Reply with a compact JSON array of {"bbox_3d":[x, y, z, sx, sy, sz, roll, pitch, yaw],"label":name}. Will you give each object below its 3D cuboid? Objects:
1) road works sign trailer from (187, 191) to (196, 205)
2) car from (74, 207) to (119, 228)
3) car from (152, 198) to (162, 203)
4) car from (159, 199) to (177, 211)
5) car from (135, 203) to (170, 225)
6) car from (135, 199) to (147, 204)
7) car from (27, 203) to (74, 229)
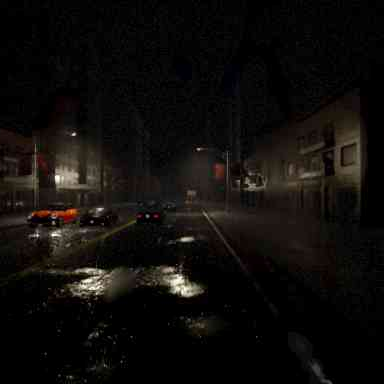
[{"bbox_3d":[-0.082,1.338,83.945,2.380,3.560,2.880,0,-1,0],"label":"road works sign trailer"},{"bbox_3d":[-6.622,1.813,24.015,1.994,1.385,4.181,0,-1,0],"label":"car"},{"bbox_3d":[-6.580,2.028,64.972,2.097,1.767,4.553,0,-1,0],"label":"car"},{"bbox_3d":[-3.189,2.059,47.961,1.994,1.385,4.181,0,-1,-1],"label":"car"},{"bbox_3d":[-3.175,1.819,26.255,2.033,1.411,5.357,0,-1,0],"label":"car"},{"bbox_3d":[-9.828,2.171,64.498,1.837,1.490,4.892,0,0,0],"label":"car"},{"bbox_3d":[-9.872,1.599,23.871,2.097,1.767,4.553,0,-1,0],"label":"car"}]
